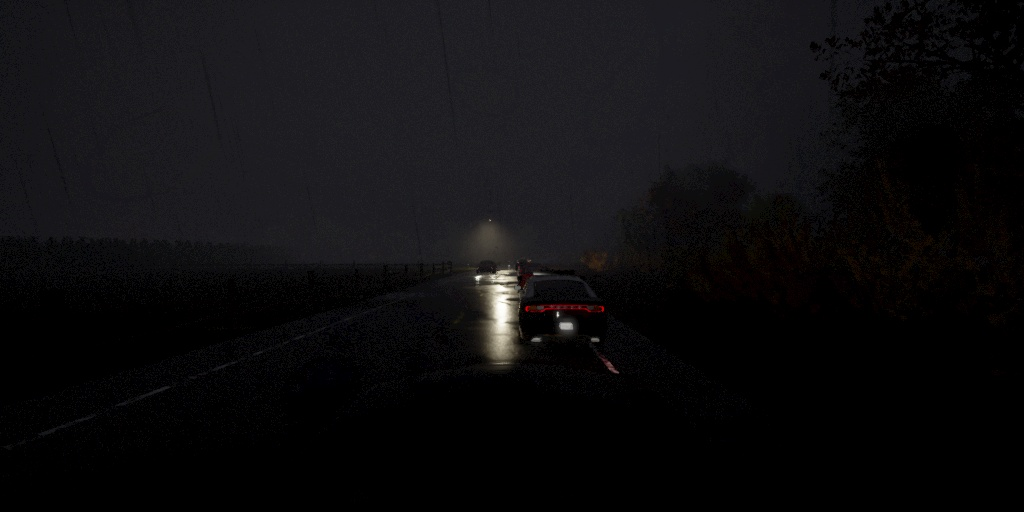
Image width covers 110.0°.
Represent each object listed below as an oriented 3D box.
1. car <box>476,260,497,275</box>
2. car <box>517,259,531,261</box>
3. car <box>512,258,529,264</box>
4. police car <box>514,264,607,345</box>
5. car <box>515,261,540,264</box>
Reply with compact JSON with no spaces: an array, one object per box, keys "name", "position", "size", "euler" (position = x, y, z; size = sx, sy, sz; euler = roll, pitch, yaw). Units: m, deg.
[{"name":"car","position":[-2.691,1.207,38.998],"size":[1.882,1.535,5.008],"euler":[0,0,3]},{"name":"car","position":[1.428,1.218,25.431],"size":[1.882,1.535,5.008],"euler":[0,0,2]},{"name":"car","position":[1.458,1.227,49.185],"size":[1.837,1.490,4.892],"euler":[0,0,4]},{"name":"police car","position":[1.101,1.173,9.597],"size":[1.930,1.638,5.238],"euler":[0,0,1]},{"name":"car","position":[1.270,1.222,19.452],"size":[1.882,1.535,5.008],"euler":[0,0,1]}]
